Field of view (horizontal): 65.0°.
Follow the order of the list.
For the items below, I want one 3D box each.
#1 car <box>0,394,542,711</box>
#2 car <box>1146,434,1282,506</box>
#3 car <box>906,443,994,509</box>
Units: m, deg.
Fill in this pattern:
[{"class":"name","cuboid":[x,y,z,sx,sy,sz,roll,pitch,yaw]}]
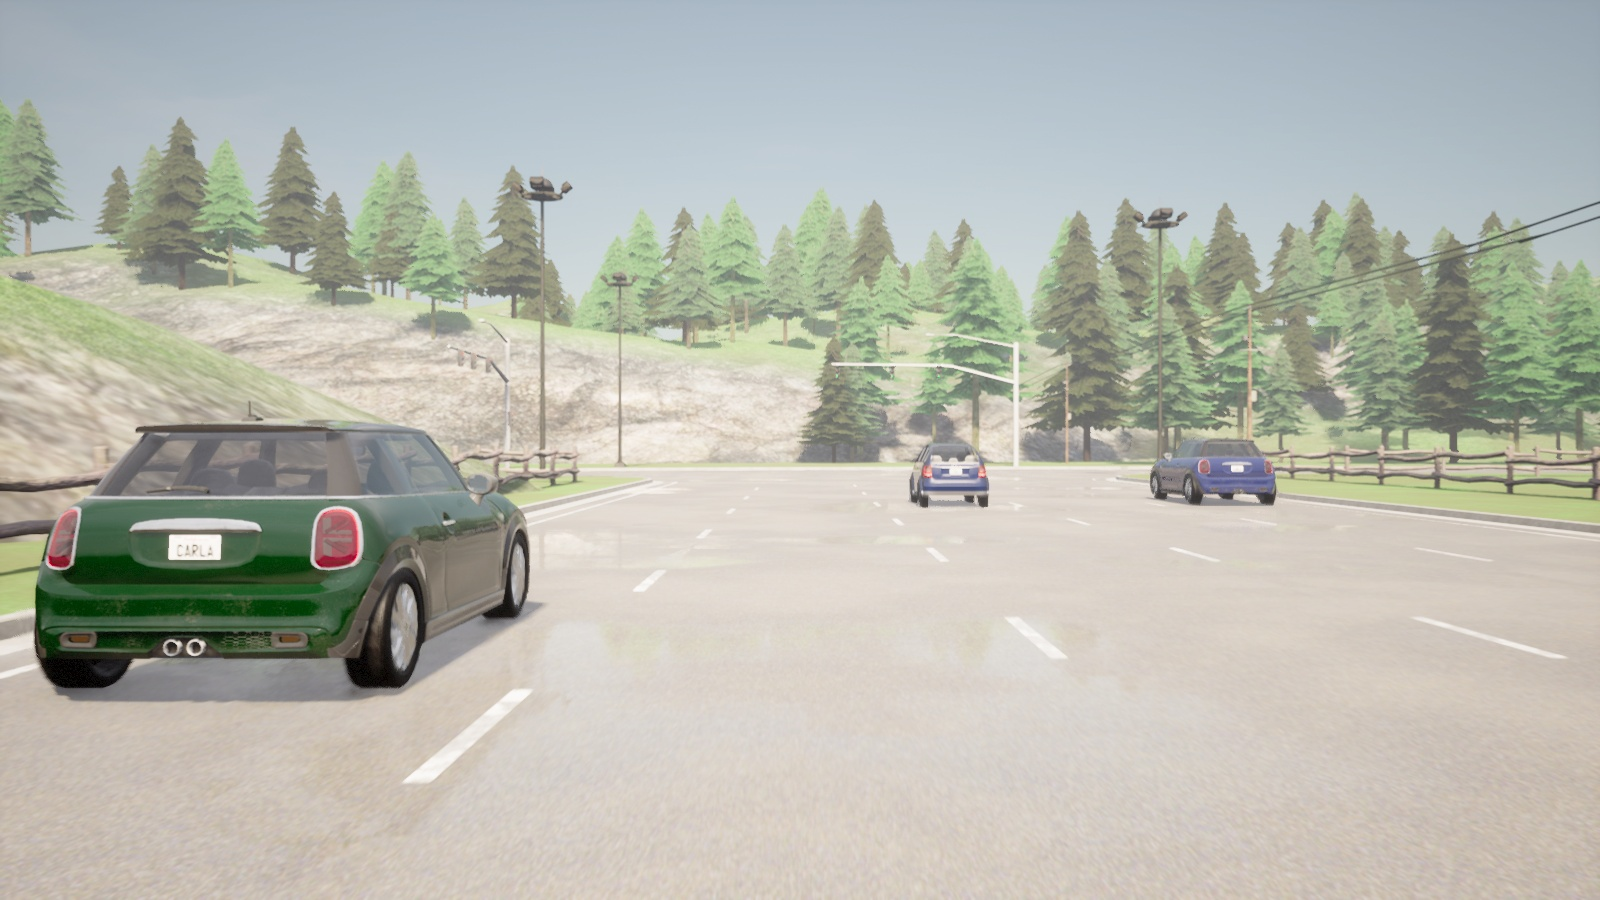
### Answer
[{"class":"car","cuboid":[-3.431,0.564,9.288,2.097,1.767,4.553,0,0,0]},{"class":"car","cuboid":[10.704,0.479,32.849,2.097,1.767,4.553,0,0,0]},{"class":"car","cuboid":[3.696,0.598,31.544,1.789,1.549,3.705,0,0,0]}]
